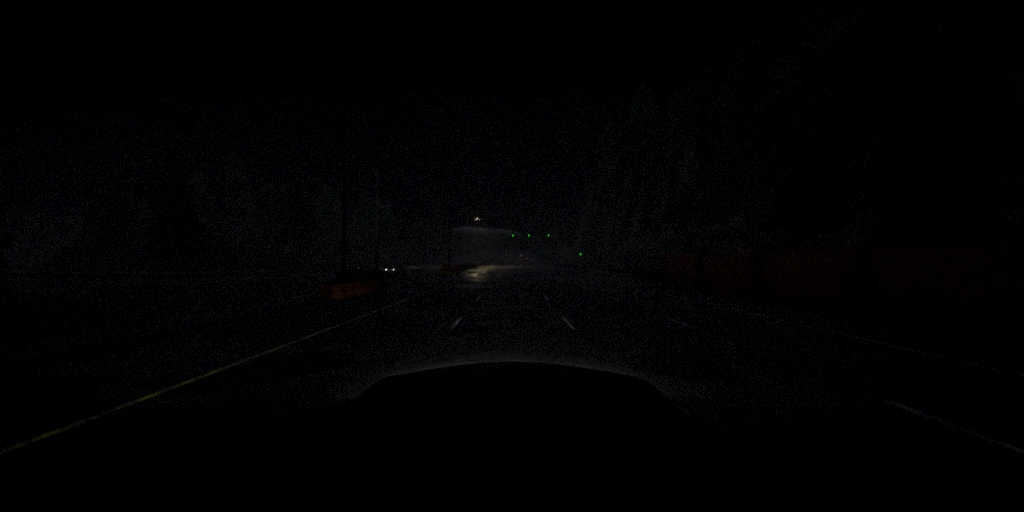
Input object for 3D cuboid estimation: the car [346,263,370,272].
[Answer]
[{"bbox_3d":[-24.444,1.866,57.166,2.033,1.411,5.357,0,0,0],"label":"car"}]
